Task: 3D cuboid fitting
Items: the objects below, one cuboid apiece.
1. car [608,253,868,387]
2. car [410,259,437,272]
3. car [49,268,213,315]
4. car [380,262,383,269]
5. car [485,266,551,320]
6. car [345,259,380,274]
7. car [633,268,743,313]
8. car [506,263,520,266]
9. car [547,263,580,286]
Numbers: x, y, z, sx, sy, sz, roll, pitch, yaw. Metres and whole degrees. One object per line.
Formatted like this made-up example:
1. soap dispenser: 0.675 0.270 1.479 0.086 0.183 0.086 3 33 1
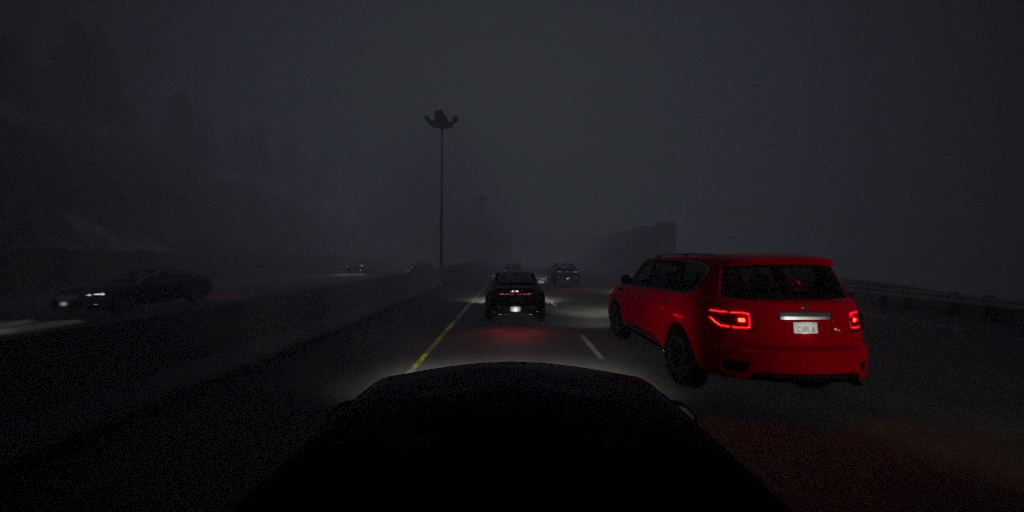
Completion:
1. car: 3.599 0.973 7.078 2.150 2.045 5.566 0 0 0
2. car: -10.599 1.352 42.451 1.895 1.301 4.718 0 0 0
3. car: -14.103 1.241 13.728 2.128 1.511 4.902 0 0 0
4. car: -21.026 1.298 53.348 2.033 1.411 5.357 0 0 1
5. car: 0.097 1.255 12.559 1.837 1.490 4.892 0 0 0
6. car: -17.594 1.101 41.834 2.097 1.767 4.553 0 0 0
7. car: 7.097 1.299 15.271 2.033 1.411 5.357 0 0 0
8. car: 0.092 1.315 30.830 1.994 1.385 4.181 0 0 0
9. car: 3.594 1.243 25.540 2.128 1.511 4.902 0 0 0
